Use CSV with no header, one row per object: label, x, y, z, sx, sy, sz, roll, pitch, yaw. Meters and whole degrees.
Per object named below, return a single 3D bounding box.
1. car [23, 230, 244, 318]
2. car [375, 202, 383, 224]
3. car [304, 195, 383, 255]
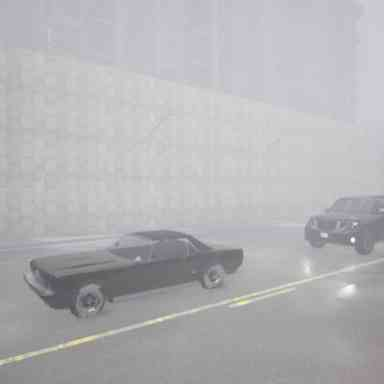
car,-1.120,1.591,7.524,4.718,1.301,1.895,0,0,-36
car,15.295,1.438,23.893,4.892,1.490,1.837,0,0,-36
car,6.930,1.176,13.478,5.566,2.045,2.150,0,0,-36
